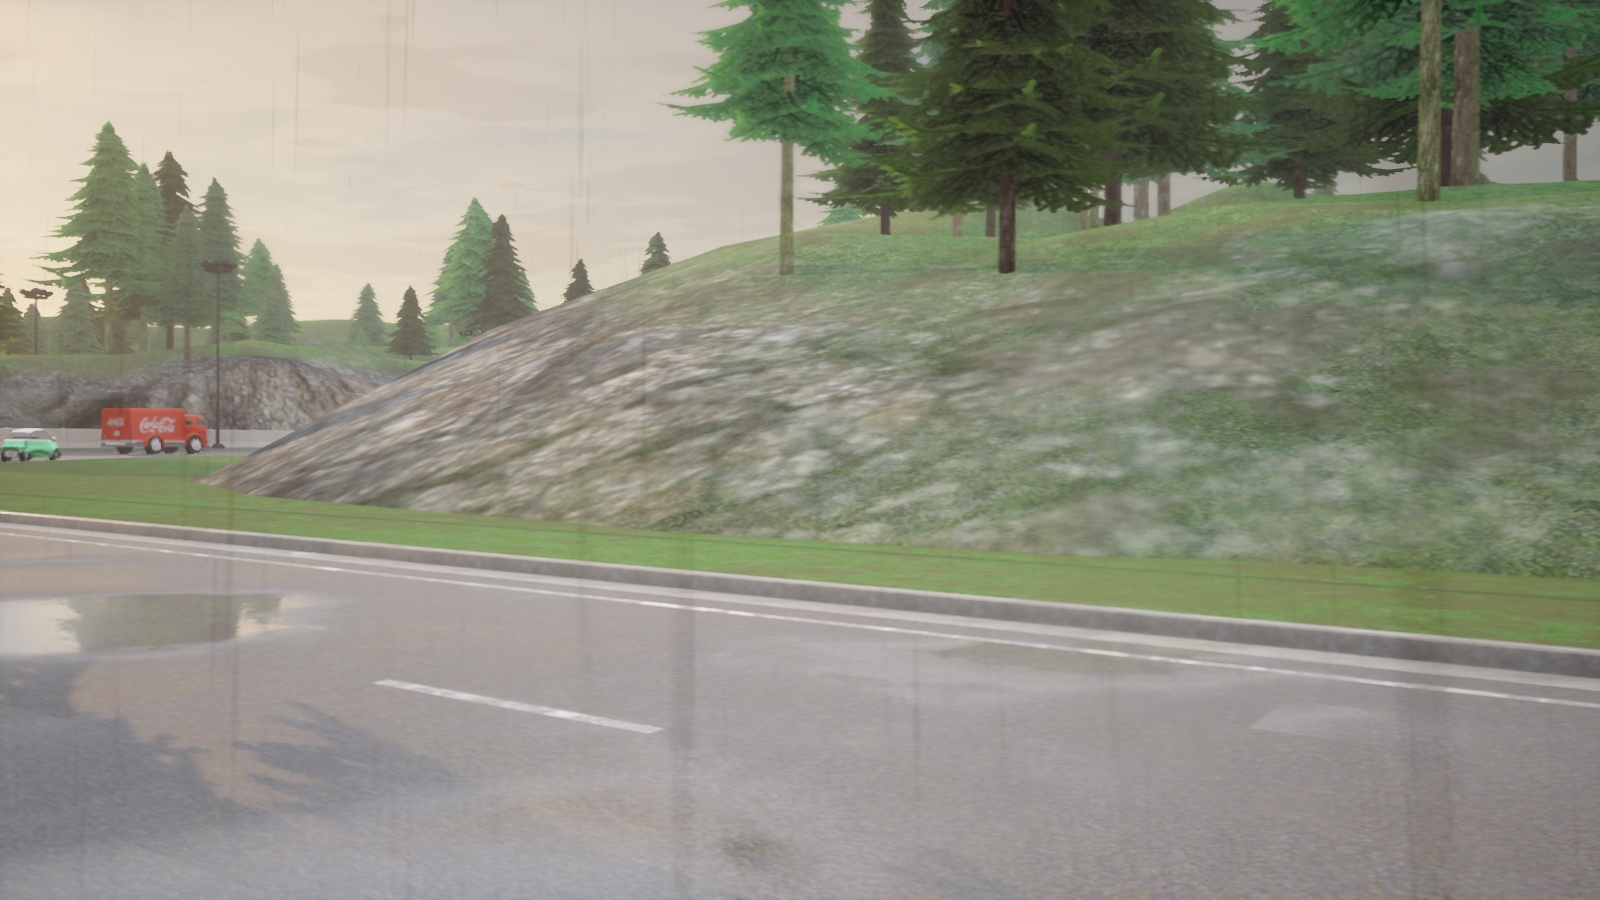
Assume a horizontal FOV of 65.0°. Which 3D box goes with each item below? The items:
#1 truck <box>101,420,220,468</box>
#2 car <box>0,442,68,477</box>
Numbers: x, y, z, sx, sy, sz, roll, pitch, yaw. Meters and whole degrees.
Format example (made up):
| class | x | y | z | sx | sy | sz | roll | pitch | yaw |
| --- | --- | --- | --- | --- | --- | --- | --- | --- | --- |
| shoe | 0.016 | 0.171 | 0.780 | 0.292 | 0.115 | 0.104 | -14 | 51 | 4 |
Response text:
| class | x | y | z | sx | sy | sz | roll | pitch | yaw |
| --- | --- | --- | --- | --- | --- | --- | --- | --- | --- |
| truck | -34.503 | -0.370 | 67.913 | 2.627 | 2.467 | 5.204 | -1 | 1 | 24 |
| car | -31.411 | 0.369 | 51.444 | 1.481 | 1.376 | 2.207 | -1 | 1 | 3 |
